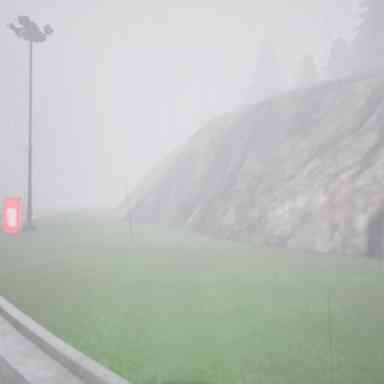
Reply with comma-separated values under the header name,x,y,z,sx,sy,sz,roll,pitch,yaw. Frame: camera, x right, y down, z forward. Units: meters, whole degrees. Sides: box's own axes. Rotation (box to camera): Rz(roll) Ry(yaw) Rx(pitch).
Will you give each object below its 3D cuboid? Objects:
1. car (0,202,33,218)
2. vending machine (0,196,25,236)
name,x,y,z,sx,sy,sz,roll,pitch,yaw
car,-16.925,1.686,32.173,1.812,1.442,4.674,0,0,-8
vending machine,-9.810,1.286,18.214,1.100,2.100,0.880,1,0,-23
